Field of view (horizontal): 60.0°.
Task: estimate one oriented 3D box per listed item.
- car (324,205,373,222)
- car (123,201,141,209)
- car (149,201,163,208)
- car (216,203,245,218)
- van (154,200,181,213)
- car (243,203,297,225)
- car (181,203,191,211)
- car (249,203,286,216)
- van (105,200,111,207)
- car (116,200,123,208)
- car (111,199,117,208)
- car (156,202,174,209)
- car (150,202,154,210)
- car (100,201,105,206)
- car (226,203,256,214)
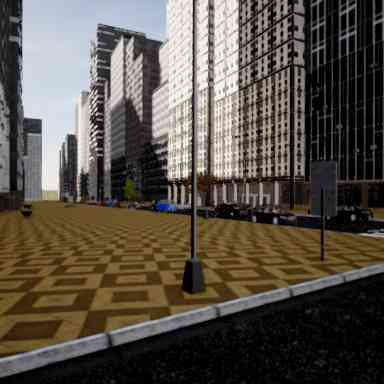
[{"bbox_3d":[13.826,1.833,29.649,2.008,1.369,4.403,-1,-1,-26],"label":"car"},{"bbox_3d":[-10.793,2.506,61.495,2.008,1.369,4.403,-1,-1,-26],"label":"car"},{"bbox_3d":[-8.117,2.782,75.263,1.802,1.307,4.206,-1,-1,-26],"label":"car"},{"bbox_3d":[4.290,1.939,36.146,1.837,1.490,4.892,0,-1,-26],"label":"car"},{"bbox_3d":[-3.483,1.988,46.293,1.690,1.788,3.998,-1,-1,-26],"label":"van"},{"bbox_3d":[6.274,1.799,26.016,2.008,1.369,4.403,-1,-1,-26],"label":"car"},{"bbox_3d":[-0.998,2.384,54.403,1.895,1.301,4.718,0,-1,-25],"label":"car"},{"bbox_3d":[8.950,2.046,39.786,1.947,1.339,4.313,-1,-1,-26],"label":"car"},{"bbox_3d":[-18.111,2.613,76.701,1.690,1.788,3.998,-1,-1,-26],"label":"van"},{"bbox_3d":[-13.158,2.582,66.410,1.752,1.417,4.829,-1,-1,-26],"label":"car"},{"bbox_3d":[-15.669,2.711,71.631,1.887,1.381,4.507,-1,-1,-26],"label":"car"},{"bbox_3d":[-5.064,2.517,62.737,1.994,1.385,4.181,0,-1,-26],"label":"car"},{"bbox_3d":[-5.284,2.344,56.257,1.837,1.490,4.892,0,-2,-25],"label":"car"},{"bbox_3d":[-22.983,3.031,86.835,1.887,1.381,4.507,-1,-1,-26],"label":"car"},{"bbox_3d":[6.512,2.146,44.854,1.947,1.339,4.313,-1,-1,-26],"label":"car"}]
